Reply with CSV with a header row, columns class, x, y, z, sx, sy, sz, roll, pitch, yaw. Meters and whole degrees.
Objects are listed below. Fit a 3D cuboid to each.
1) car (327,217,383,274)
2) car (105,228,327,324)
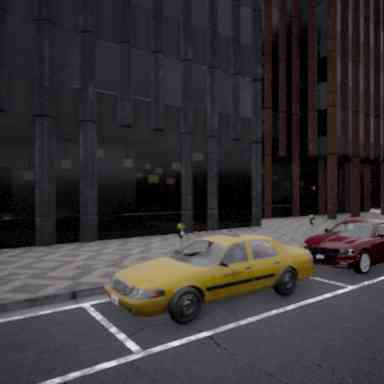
class,x,y,z,sx,sy,sz,roll,pitch,yaw
car,5.367,1.528,10.478,4.507,1.381,1.887,0,0,-35
car,0.639,1.518,7.106,4.829,1.417,1.752,0,0,-35
